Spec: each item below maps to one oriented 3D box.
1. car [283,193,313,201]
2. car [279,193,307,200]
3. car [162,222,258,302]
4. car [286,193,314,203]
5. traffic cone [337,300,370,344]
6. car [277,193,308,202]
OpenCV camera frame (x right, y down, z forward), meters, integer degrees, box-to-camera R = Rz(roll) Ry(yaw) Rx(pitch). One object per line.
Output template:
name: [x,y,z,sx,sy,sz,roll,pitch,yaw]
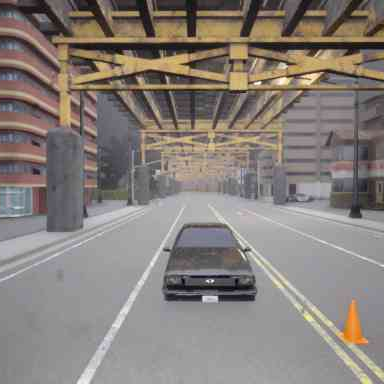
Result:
car: [17.511,0.849,54.808,4.536,1.218,1.853,0,1,-20]
car: [17.857,0.803,58.925,4.536,1.218,1.853,0,1,25]
car: [0.361,1.534,8.677,2.033,1.411,5.357,0,0,1]
car: [17.462,1.007,54.792,4.974,1.542,2.038,0,1,-20]
traffic cone: [2.453,1.949,5.070,0.340,0.580,0.340,0,0,0]
car: [17.810,0.960,58.948,4.974,1.542,2.038,0,1,25]
